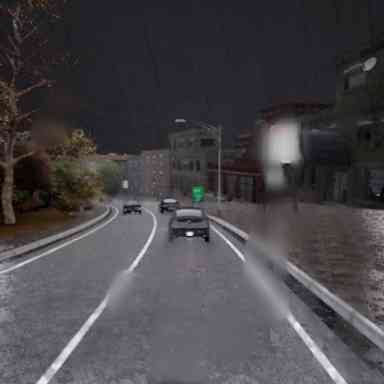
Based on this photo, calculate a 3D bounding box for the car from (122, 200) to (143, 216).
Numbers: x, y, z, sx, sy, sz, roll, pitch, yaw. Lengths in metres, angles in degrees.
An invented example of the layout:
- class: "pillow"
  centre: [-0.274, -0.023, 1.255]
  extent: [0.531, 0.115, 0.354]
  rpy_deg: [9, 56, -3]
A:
- class: "car"
  centre: [-5.976, 1.532, 33.479]
  extent: [2.033, 1.411, 5.357]
  rpy_deg: [-1, 0, -10]

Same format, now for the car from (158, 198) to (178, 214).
- class: "car"
  centre: [-2.418, 1.397, 34.369]
  extent: [1.882, 1.535, 5.008]
  rpy_deg: [-1, 0, -10]

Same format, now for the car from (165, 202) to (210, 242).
- class: "car"
  centre: [-0.225, 1.465, 16.125]
  extent: [1.837, 1.490, 4.892]
  rpy_deg: [0, 0, -3]

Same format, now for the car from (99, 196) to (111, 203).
- class: "car"
  centre: [-19.005, 1.551, 72.641]
  extent: [1.812, 1.442, 4.674]
  rpy_deg: [-3, 1, -26]
